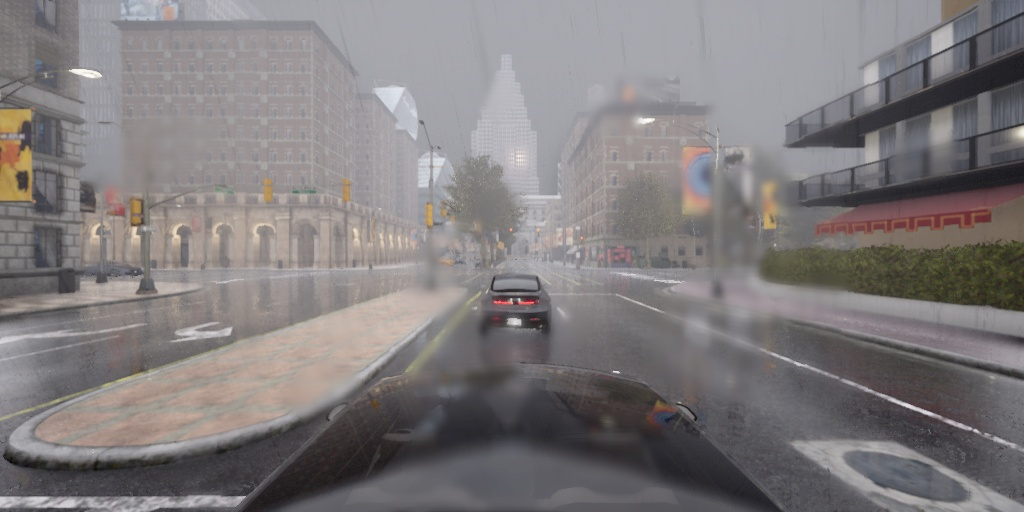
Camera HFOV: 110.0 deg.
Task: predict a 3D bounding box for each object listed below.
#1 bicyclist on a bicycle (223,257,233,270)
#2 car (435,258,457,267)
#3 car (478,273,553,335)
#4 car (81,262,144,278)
[{"bbox_3d":[-37.163,0.954,46.892,0.582,1.620,1.656,0,0,0],"label":"bicyclist on a bicycle"},{"bbox_3d":[-11.370,1.097,61.884,1.882,1.535,5.008,0,0,1],"label":"car"},{"bbox_3d":[0.103,1.236,10.447,1.837,1.490,4.892,0,0,1],"label":"car"},{"bbox_3d":[-36.055,1.248,32.433,4.181,1.385,1.994,0,0,0],"label":"car"}]
